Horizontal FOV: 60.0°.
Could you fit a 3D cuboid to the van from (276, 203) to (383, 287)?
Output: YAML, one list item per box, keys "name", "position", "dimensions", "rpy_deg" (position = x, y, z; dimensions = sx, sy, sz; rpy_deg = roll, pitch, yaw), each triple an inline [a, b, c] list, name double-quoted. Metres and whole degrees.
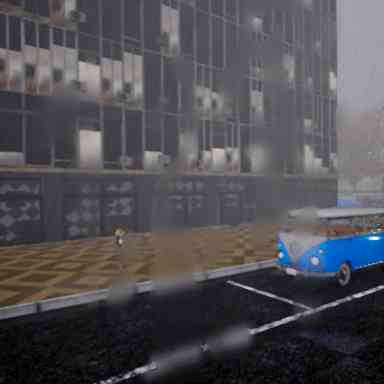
- name: "van"
  position: [4.032, 1.334, 8.990]
  dimensions: [3.998, 1.788, 1.690]
  rpy_deg: [0, -1, -35]

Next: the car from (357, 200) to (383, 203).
- name: "car"
  position: [8.549, 1.304, 12.211]
  dimensions: [5.009, 1.841, 2.192]
  rpy_deg: [0, -1, -35]

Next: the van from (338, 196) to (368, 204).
- name: "van"
  position: [22.031, 1.411, 47.003]
  dimensions: [1.690, 1.788, 3.998]
  rpy_deg: [-1, 1, -36]

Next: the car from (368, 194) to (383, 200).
- name: "car"
  position: [28.771, 1.275, 51.627]
  dimensions: [2.192, 1.841, 5.009]
  rpy_deg: [-1, 1, -36]
